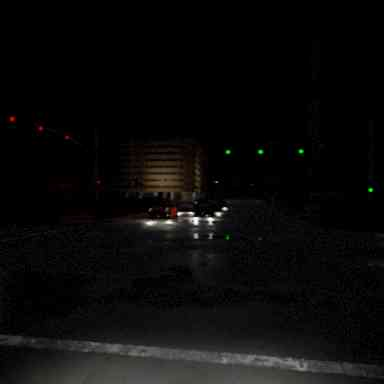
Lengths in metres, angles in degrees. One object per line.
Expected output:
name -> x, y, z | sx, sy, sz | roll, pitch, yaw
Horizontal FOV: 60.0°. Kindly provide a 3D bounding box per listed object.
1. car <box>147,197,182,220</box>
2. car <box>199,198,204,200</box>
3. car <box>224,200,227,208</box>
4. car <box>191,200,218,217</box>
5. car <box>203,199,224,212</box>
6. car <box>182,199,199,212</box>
car -> -2.705, 1.654, 32.060 | 2.097, 1.767, 4.553 | 0, -1, 9
car -> 1.773, 1.989, 61.589 | 2.097, 1.767, 4.553 | 0, -1, 9
car -> 5.518, 2.161, 62.832 | 1.882, 1.535, 5.008 | 0, 0, 9
car -> 1.465, 1.904, 36.163 | 1.812, 1.442, 4.674 | 0, -1, 9
car -> 3.113, 1.982, 47.150 | 1.882, 1.535, 5.008 | 0, 0, 9
car -> -0.613, 1.985, 45.947 | 1.812, 1.442, 4.674 | 0, 0, 9
